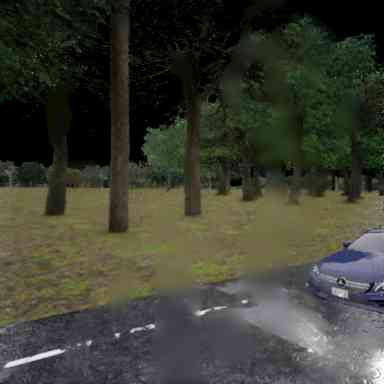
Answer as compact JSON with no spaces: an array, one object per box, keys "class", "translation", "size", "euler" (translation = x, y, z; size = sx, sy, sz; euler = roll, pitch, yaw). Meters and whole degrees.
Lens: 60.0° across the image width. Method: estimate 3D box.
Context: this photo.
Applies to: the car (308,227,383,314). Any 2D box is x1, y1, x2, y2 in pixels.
[{"class":"car","translation":[4.500,1.506,7.201],"size":[4.674,1.442,1.812],"euler":[0,0,-35]}]
